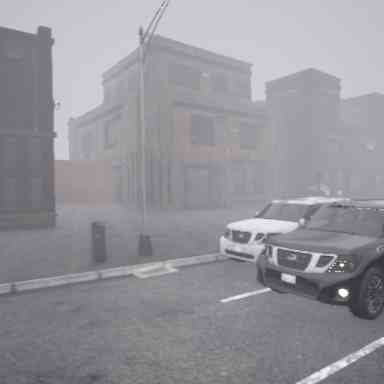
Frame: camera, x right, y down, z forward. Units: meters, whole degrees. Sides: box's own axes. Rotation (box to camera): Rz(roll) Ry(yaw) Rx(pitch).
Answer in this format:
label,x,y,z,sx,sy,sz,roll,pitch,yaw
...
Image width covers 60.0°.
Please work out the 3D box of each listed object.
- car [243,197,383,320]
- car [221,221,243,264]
label,x,y,z,sx,sy,sz,roll,pitch,yaw
car,3.992,1.215,7.683,5.566,2.045,2.150,0,0,-36
car,3.500,1.213,10.788,5.566,2.045,2.150,0,0,-36
